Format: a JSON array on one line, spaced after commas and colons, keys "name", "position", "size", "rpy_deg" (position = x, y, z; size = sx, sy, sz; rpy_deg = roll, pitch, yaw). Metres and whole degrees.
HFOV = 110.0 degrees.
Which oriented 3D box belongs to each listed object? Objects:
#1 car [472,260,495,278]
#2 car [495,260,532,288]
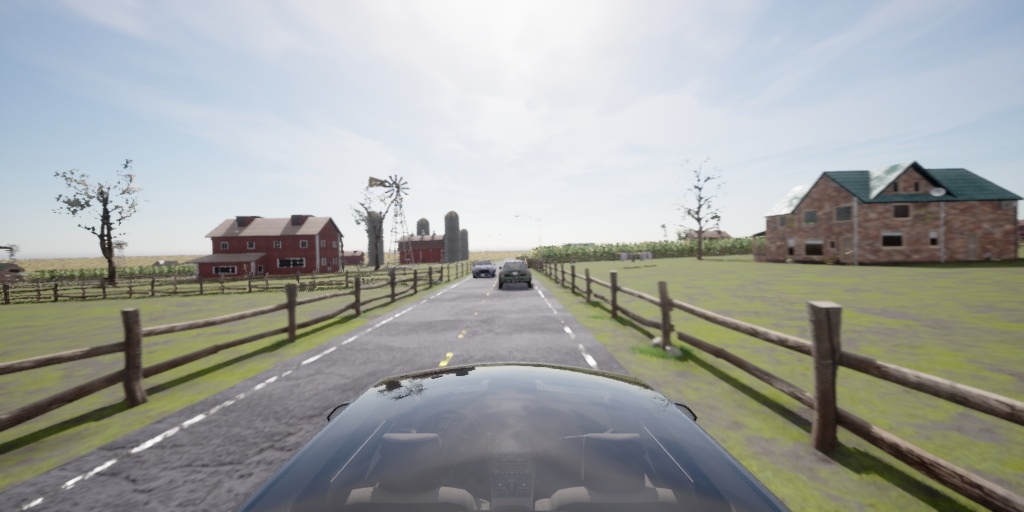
[{"name": "car", "position": [-2.599, 1.137, 34.503], "size": [2.097, 1.767, 4.553], "rpy_deg": [-1, 0, 0]}, {"name": "car", "position": [0.208, 1.078, 24.073], "size": [2.097, 1.767, 4.553], "rpy_deg": [-1, 0, 0]}]
